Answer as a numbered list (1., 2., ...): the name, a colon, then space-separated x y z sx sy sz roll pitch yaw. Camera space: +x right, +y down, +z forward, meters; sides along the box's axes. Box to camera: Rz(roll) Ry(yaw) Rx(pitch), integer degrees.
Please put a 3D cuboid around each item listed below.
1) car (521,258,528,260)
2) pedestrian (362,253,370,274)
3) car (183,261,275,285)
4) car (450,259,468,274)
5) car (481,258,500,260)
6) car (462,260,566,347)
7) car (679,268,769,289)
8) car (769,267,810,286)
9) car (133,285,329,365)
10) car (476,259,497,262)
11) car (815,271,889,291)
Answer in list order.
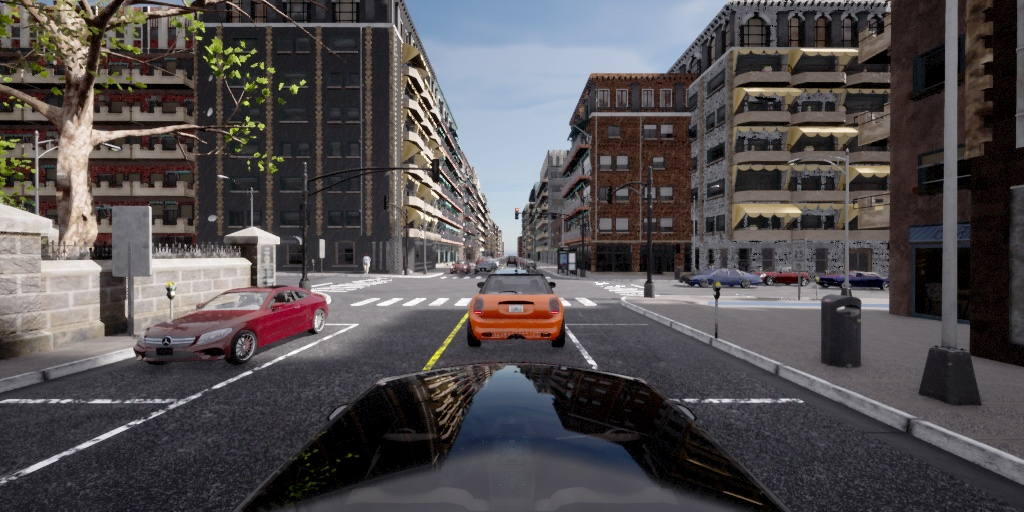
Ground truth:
1. car: 2.622 1.298 51.668 2.007 1.370 4.403 0 0 0
2. pedestrian: -12.754 0.651 31.367 0.375 1.860 0.375 0 -1 -1
3. car: -17.677 1.035 22.569 4.181 1.385 1.994 1 0 -1
4. car: -5.743 1.187 40.385 1.967 1.591 4.097 0 0 0
5. car: -3.155 1.312 49.956 1.994 1.385 4.181 0 0 0
6. car: 0.116 1.101 9.484 2.097 1.767 4.553 0 0 1
7. car: 15.215 1.584 26.214 5.357 1.411 2.033 1 0 -1
8. car: 21.343 1.571 28.859 4.097 1.591 1.967 0 0 -1
9. car: -5.697 1.331 7.974 1.802 1.307 4.207 0 0 0
10. car: -3.146 1.312 40.982 1.994 1.385 4.181 0 0 0
11. car: 25.248 1.815 26.347 4.718 1.301 1.895 1 0 -1
